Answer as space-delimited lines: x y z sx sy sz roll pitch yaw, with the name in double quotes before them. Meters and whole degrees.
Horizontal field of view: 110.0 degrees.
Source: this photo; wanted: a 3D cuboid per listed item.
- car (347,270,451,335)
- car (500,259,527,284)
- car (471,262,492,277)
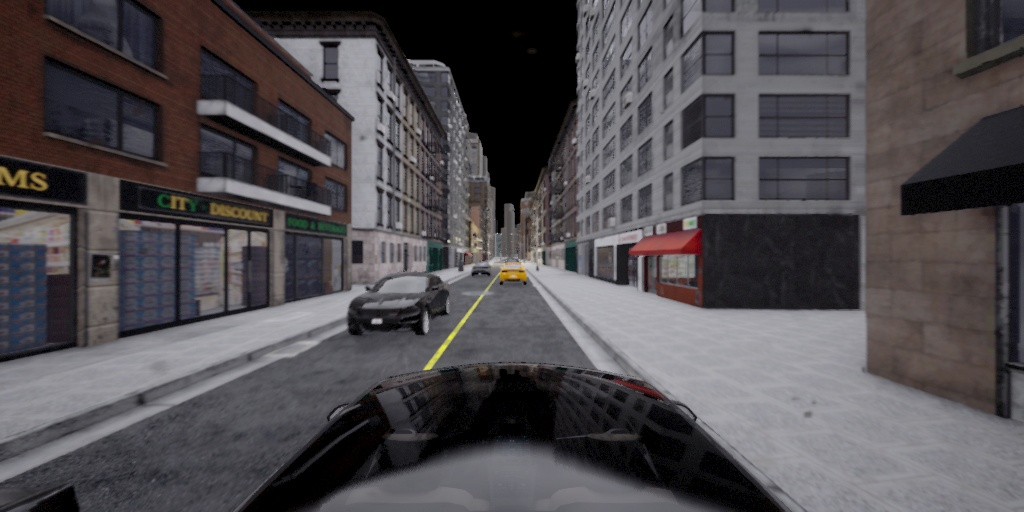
"car" -3.084 1.228 10.690 1.882 1.535 5.008 0 0 0
"car" 0.095 1.233 26.873 1.882 1.535 5.008 0 0 0
"car" -2.995 1.305 36.360 2.033 1.411 5.357 0 0 0
